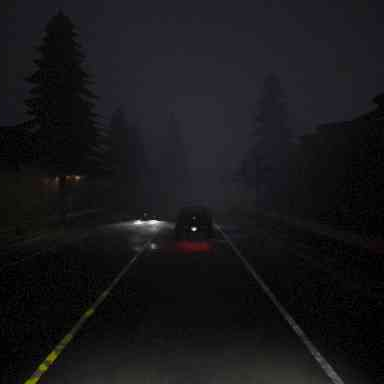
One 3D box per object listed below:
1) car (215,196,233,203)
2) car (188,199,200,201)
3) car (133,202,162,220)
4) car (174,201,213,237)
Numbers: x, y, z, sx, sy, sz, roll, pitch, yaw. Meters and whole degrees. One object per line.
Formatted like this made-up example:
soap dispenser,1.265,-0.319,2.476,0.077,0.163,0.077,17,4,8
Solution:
car,6.610,1.497,68.503,1.895,1.301,4.718,0,0,35
car,0.290,1.543,40.185,1.895,1.301,4.718,0,0,3
car,-3.569,1.525,27.373,1.994,1.385,4.181,0,0,0
car,0.102,1.479,18.029,1.837,1.490,4.892,0,0,0
